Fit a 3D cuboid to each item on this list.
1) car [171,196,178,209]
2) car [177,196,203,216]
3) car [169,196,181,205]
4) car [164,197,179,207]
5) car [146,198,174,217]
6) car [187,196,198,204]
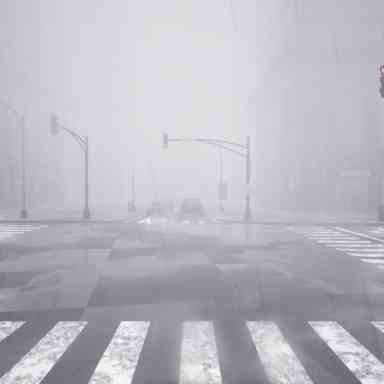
[{"bbox_3d":[-3.125,1.539,41.342,2.033,1.411,5.357,0,0,0],"label":"car"},{"bbox_3d":[-0.020,1.344,32.153,2.097,1.767,4.553,0,0,1],"label":"car"},{"bbox_3d":[-3.064,1.467,61.917,1.882,1.535,5.008,0,0,1],"label":"car"},{"bbox_3d":[-3.112,1.554,51.425,1.994,1.385,4.181,0,0,1],"label":"car"},{"bbox_3d":[-3.121,1.541,31.269,2.033,1.411,5.357,0,0,0],"label":"car"},{"bbox_3d":[0.078,1.553,62.908,1.994,1.385,4.181,0,0,0],"label":"car"}]
